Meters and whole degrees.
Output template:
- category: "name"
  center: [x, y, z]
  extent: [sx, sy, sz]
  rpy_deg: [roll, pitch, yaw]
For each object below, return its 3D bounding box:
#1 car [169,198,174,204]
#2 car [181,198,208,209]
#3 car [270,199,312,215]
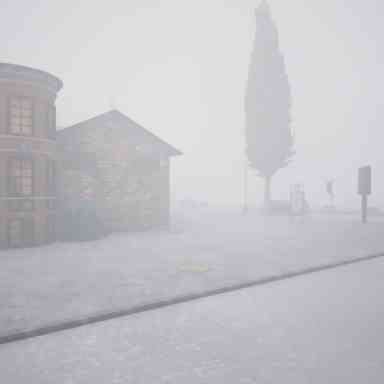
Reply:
- category: "car"
  center: [-5.317, 1.601, 60.949]
  extent: [1.895, 1.301, 4.718]
  rpy_deg: [0, 0, -35]
- category: "car"
  center: [0.305, 1.525, 45.866]
  extent: [1.812, 1.442, 4.674]
  rpy_deg: [0, 0, -35]
- category: "car"
  center: [9.481, 1.493, 33.020]
  extent: [2.128, 1.511, 4.902]
  rpy_deg: [0, 0, -36]
